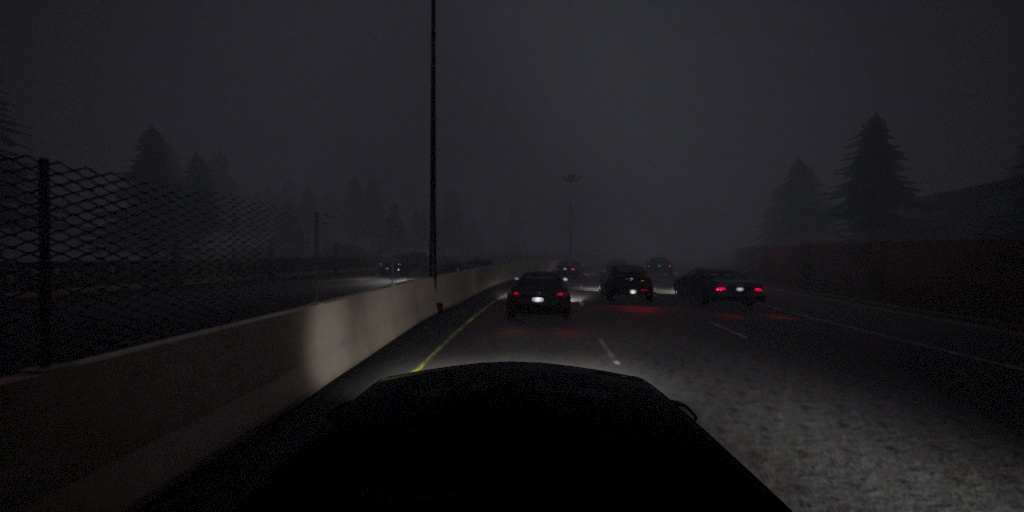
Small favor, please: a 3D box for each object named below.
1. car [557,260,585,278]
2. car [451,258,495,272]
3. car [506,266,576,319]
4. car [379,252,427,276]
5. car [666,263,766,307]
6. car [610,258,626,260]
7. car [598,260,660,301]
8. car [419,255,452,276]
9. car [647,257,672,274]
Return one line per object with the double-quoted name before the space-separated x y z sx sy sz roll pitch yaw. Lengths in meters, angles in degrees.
"car" 4.843 1.027 29.858 2.033 1.411 5.357 0 1 18
"car" -2.831 0.966 29.169 1.837 1.490 4.892 0 1 17
"car" 0.976 1.209 12.372 1.994 1.385 4.181 0 1 7
"car" -9.365 0.635 31.786 2.150 2.045 5.566 0 1 17
"car" 8.354 1.189 14.969 2.033 1.411 5.357 0 1 9
"car" 10.218 0.928 34.366 1.882 1.535 5.008 0 1 21
"car" 5.122 1.122 16.416 1.837 1.490 4.892 0 1 9
"car" -5.752 0.919 31.554 2.128 1.511 4.902 0 1 17
"car" 12.947 0.839 31.668 2.097 1.767 4.553 0 1 20
